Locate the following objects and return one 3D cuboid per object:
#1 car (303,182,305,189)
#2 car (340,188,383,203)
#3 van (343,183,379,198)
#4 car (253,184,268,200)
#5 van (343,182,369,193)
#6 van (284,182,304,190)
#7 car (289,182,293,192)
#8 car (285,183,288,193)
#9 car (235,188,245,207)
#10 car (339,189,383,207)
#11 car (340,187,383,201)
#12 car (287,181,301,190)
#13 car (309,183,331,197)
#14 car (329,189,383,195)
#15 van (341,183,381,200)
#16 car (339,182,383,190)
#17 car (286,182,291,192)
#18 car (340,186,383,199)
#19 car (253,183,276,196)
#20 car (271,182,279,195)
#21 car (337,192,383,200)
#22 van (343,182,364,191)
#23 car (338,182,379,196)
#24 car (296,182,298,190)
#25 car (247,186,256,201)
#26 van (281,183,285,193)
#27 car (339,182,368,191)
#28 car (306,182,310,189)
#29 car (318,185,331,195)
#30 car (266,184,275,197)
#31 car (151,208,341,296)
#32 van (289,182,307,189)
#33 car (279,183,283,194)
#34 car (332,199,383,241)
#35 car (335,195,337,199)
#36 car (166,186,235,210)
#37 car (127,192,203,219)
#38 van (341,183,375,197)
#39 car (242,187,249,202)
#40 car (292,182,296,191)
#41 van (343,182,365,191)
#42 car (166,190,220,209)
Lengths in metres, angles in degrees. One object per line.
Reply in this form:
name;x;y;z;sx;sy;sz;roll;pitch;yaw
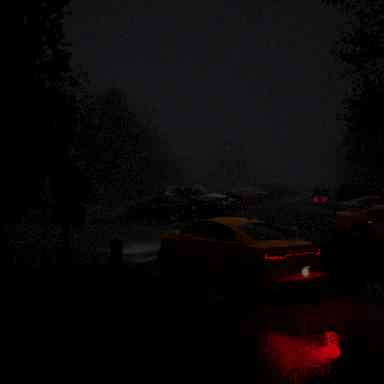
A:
car;23.179;-1.187;77.685;5.008;1.535;2.097;1;2;24
car;19.119;0.328;36.976;4.792;1.488;2.163;1;3;24
van;23.717;-0.301;46.894;4.442;1.987;1.878;1;2;24
car;5.883;0.193;39.973;5.366;1.575;1.946;1;3;24
van;31.772;-0.935;64.660;4.442;1.987;1.878;1;2;24
van;25.369;-1.595;82.776;4.442;1.987;1.878;1;2;24
car;15.137;-0.527;60.005;4.792;1.488;2.163;1;2;24
car;12.846;-0.347;54.951;4.792;1.488;2.163;1;2;24
car;1.588;0.658;29.605;5.366;1.575;1.946;1;3;24
car;16.729;0.552;31.844;4.792;1.488;2.163;1;3;24
car;20.208;0.231;39.378;4.792;1.488;2.163;1;2;24
car;19.578;-0.923;70.177;5.366;1.575;1.946;1;2;24
car;18.366;-0.085;47.345;2.128;1.511;4.902;1;2;24
car;13.157;0.859;24.347;5.366;1.575;1.946;1;3;24
van;21.219;-0.122;41.930;4.442;1.987;1.878;1;2;24
car;15.637;0.386;29.288;5.566;2.045;2.435;1;3;24
car;13.991;-0.437;57.478;4.792;1.488;2.163;1;2;24
car;22.472;0.012;44.427;5.008;1.535;2.097;1;2;24
car;8.284;-0.006;44.832;4.892;1.521;2.231;1;3;24
car;9.465;-0.228;47.341;4.553;1.767;2.185;1;2;24
car;9.976;1.077;16.803;4.553;1.767;2.185;1;3;24
van;37.436;-1.380;77.155;4.442;1.987;1.878;1;2;24
car;25.871;-0.509;51.996;5.566;2.045;2.435;1;2;24
car;17.461;-0.735;65.044;4.892;1.521;2.231;1;2;24
car;3.542;0.423;34.810;5.366;1.575;1.946;1;3;24
van;11.833;-0.510;52.355;4.442;1.987;1.878;1;2;24
car;35.069;-1.232;72.284;5.566;2.045;2.435;1;2;24
car;26.647;-1.708;85.243;5.566;2.045;2.435;1;2;24
car;22.616;-0.433;56.717;1.882;1.535;5.008;1;2;24
car;7.316;0.095;42.234;5.366;1.575;1.946;1;3;24
car;0.905;1.378;8.522;1.882;1.535;5.008;2;-1;-31
van;28.800;-1.791;90.345;4.442;1.987;1.878;1;1;24
car;10.607;-0.166;49.872;4.792;1.488;2.163;1;2;24
car;8.799;1.315;14.302;5.008;1.535;2.097;1;3;24
car;11.012;1.122;19.243;4.792;1.488;2.163;1;3;24
car;0.299;0.522;27.133;5.566;2.045;2.435;1;3;24
car;-2.044;1.030;22.117;4.792;1.488;2.163;1;3;24
van;24.648;-0.395;49.512;4.442;1.987;1.878;1;2;24
car;2.571;0.545;32.206;4.892;1.521;2.231;1;3;24
car;16.141;-0.652;62.596;5.366;1.575;1.946;1;2;24
van;36.345;-1.294;74.747;4.442;1.987;1.878;1;2;24
car;-0.867;0.886;24.627;5.008;1.535;2.097;1;3;24
